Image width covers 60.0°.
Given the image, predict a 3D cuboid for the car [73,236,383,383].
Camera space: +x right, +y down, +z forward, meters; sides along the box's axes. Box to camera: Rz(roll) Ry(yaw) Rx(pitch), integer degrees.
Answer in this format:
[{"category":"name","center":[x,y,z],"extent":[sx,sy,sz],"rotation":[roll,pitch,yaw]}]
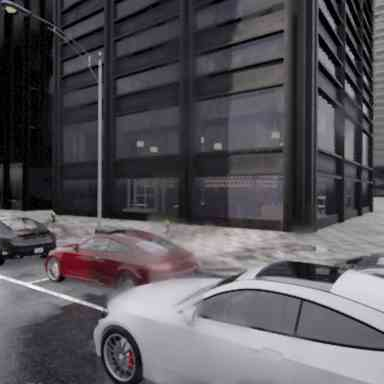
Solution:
[{"category":"car","center":[0.946,1.521,3.630],"extent":[4.674,1.442,1.812],"rotation":[0,0,36]}]

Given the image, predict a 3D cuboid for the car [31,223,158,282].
[{"category":"car","center":[-1.778,1.558,7.939],"extent":[4.206,1.307,1.802],"rotation":[0,0,36]}]

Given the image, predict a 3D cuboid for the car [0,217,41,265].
[{"category":"car","center":[-6.356,1.505,11.227],"extent":[4.403,1.369,2.008],"rotation":[0,0,36]}]

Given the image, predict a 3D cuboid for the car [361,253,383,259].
[{"category":"car","center":[2.800,1.549,4.652],"extent":[4.403,1.369,2.008],"rotation":[0,0,36]}]
